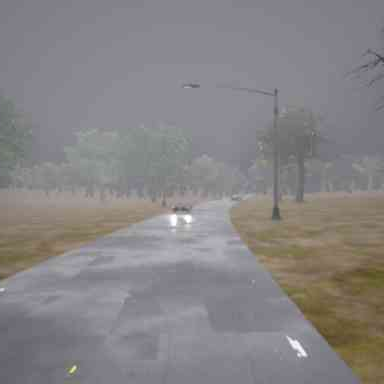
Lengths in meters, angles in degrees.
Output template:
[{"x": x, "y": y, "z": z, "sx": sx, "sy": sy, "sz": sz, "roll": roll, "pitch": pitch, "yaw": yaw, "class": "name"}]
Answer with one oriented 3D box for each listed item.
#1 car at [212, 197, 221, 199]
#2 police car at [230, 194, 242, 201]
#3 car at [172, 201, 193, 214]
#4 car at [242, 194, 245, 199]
[{"x": 5.820, "y": 1.368, "z": 77.620, "sx": 2.033, "sy": 1.411, "sz": 5.357, "roll": 0, "pitch": 0, "yaw": 12, "class": "car"}, {"x": 10.407, "y": 1.460, "z": 80.579, "sx": 1.930, "sy": 1.638, "sz": 5.238, "roll": 0, "pitch": 0, "yaw": 12, "class": "police car"}, {"x": -0.996, "y": 1.683, "z": 37.125, "sx": 1.895, "sy": 1.301, "sz": 4.718, "roll": 0, "pitch": 0, "yaw": 6, "class": "car"}, {"x": 12.385, "y": 1.370, "z": 90.241, "sx": 2.097, "sy": 1.767, "sz": 4.553, "roll": 0, "pitch": 0, "yaw": 12, "class": "car"}]
